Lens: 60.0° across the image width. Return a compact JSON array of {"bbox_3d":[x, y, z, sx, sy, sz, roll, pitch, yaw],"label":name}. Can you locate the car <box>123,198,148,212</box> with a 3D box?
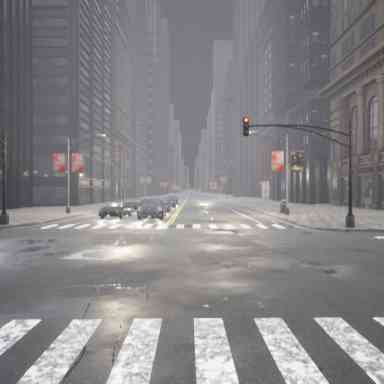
[{"bbox_3d":[-6.567,1.513,39.423,2.033,1.411,5.357,0,0,0],"label":"car"}]

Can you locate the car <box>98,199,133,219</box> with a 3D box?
[{"bbox_3d":[-6.551,1.524,29.324,2.033,1.411,5.357,0,0,4],"label":"car"}]

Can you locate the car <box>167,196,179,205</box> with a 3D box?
[{"bbox_3d":[-3.273,1.442,57.813,1.837,1.490,4.892,0,0,0],"label":"car"}]

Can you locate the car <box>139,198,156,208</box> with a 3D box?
[{"bbox_3d":[-6.565,1.553,49.509,1.895,1.301,4.718,0,0,0],"label":"car"}]

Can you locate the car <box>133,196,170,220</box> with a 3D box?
[{"bbox_3d":[-3.326,1.331,28.066,2.097,1.767,4.553,0,0,0],"label":"car"}]

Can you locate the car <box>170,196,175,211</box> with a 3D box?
[{"bbox_3d":[-3.320,1.515,37.540,2.033,1.411,5.357,0,0,0],"label":"car"}]

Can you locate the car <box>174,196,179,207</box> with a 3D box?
[{"bbox_3d":[-3.319,1.519,47.439,1.994,1.385,4.181,0,0,0],"label":"car"}]
